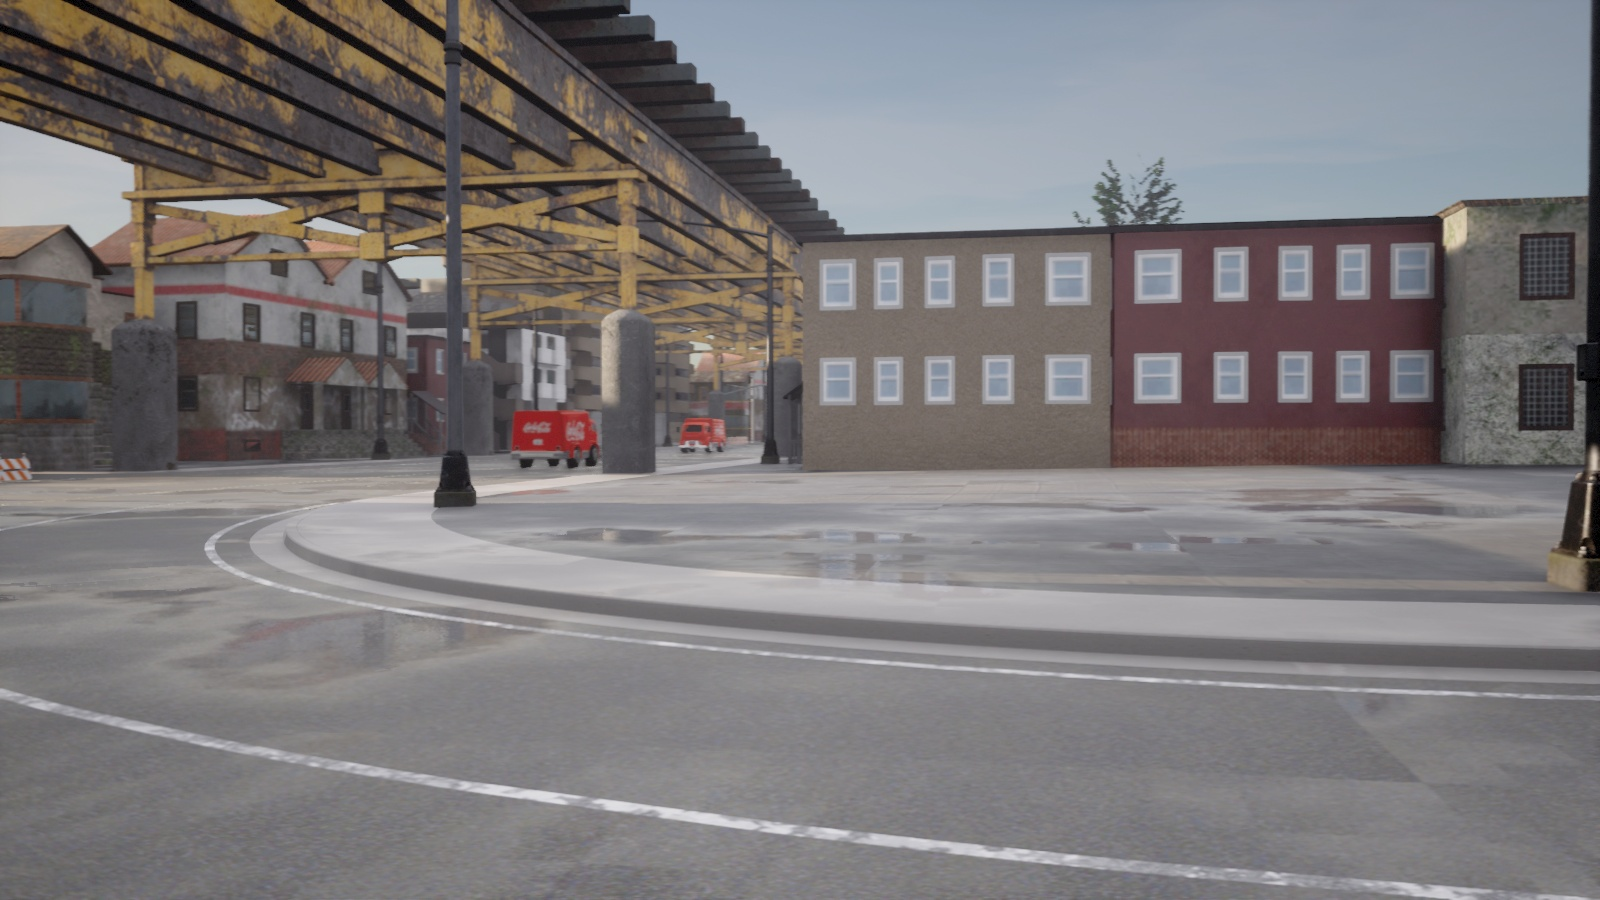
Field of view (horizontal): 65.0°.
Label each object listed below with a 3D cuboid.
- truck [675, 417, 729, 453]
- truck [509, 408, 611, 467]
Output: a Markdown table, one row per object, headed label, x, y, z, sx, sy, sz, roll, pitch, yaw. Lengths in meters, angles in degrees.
| label | x | y | z | sx | sy | sz | roll | pitch | yaw |
| --- | --- | --- | --- | --- | --- | --- | --- | --- | --- |
| truck | -7.042 | -1.093 | 91.222 | 2.627 | 2.467 | 5.204 | 0 | 1 | 11 |
| truck | -10.426 | -0.560 | 54.985 | 2.627 | 2.467 | 5.204 | 0 | 1 | 11 |
